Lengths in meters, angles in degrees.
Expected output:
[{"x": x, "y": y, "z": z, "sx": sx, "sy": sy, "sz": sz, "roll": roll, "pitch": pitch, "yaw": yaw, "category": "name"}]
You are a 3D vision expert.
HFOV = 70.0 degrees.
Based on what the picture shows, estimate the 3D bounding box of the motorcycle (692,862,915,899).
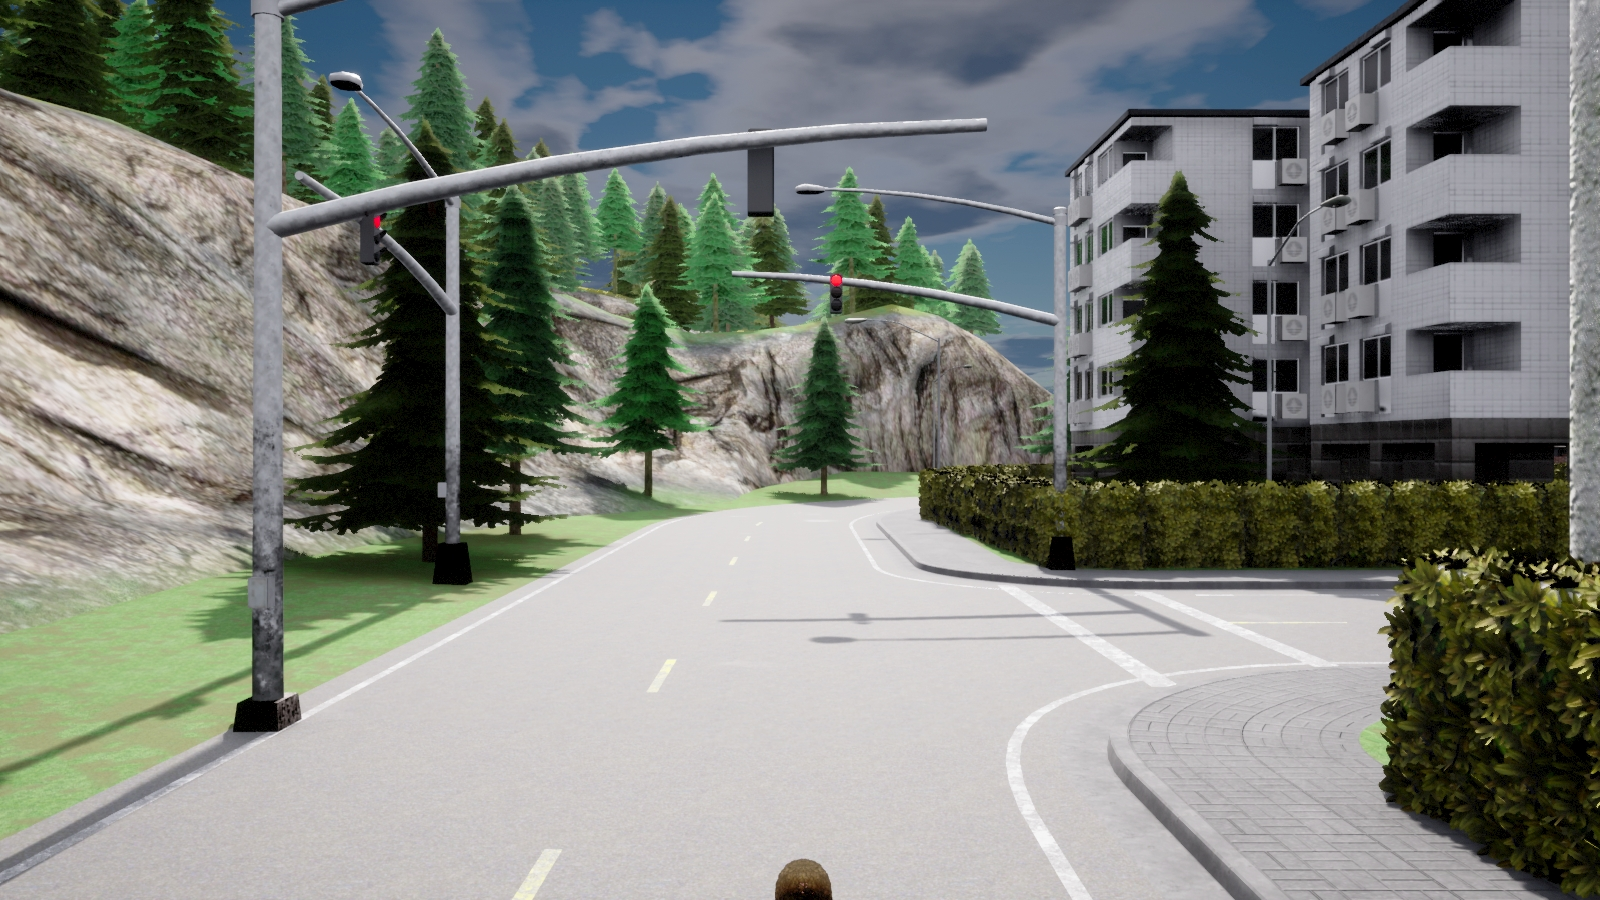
[{"x": 0.010, "y": 2.193, "z": 3.477, "sx": 0.803, "sy": 1.145, "sz": 2.033, "roll": 0, "pitch": 0, "yaw": 0, "category": "motorcycle"}]
